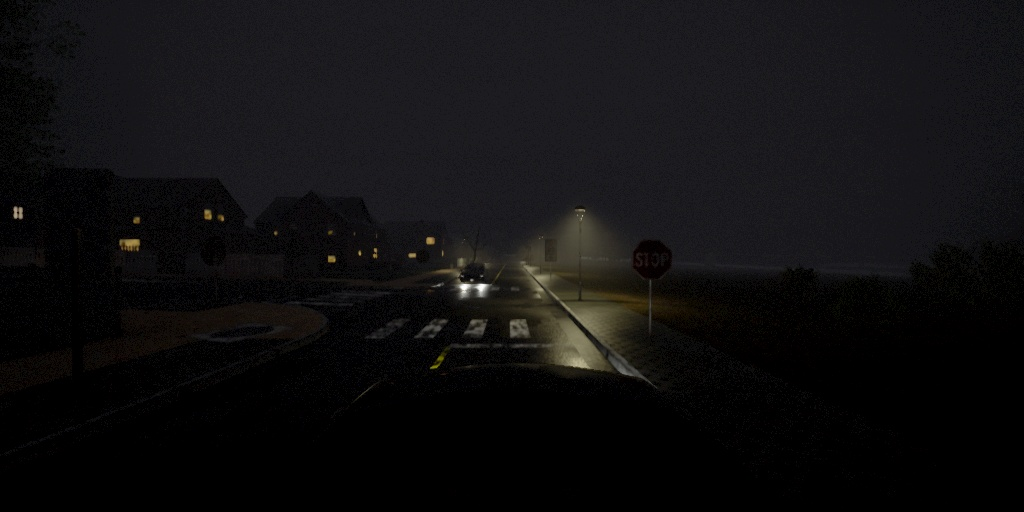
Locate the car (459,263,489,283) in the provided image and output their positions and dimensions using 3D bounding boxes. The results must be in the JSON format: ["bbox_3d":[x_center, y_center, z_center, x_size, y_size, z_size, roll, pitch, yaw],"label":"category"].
[{"bbox_3d":[-2.766,1.263,27.358,2.033,1.411,5.357,0,0,0],"label":"car"}]
